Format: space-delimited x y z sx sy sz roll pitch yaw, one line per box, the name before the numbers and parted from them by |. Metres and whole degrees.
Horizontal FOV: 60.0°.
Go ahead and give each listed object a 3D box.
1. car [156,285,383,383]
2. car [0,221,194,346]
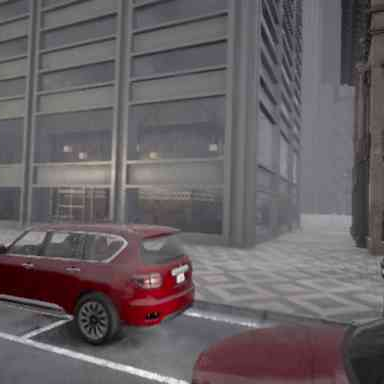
car | 2.224 1.705 2.523 4.674 1.442 1.812 1 -2 24
car | -2.385 1.505 6.615 5.009 1.841 2.192 1 -2 24
